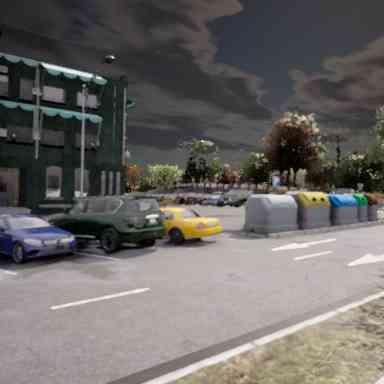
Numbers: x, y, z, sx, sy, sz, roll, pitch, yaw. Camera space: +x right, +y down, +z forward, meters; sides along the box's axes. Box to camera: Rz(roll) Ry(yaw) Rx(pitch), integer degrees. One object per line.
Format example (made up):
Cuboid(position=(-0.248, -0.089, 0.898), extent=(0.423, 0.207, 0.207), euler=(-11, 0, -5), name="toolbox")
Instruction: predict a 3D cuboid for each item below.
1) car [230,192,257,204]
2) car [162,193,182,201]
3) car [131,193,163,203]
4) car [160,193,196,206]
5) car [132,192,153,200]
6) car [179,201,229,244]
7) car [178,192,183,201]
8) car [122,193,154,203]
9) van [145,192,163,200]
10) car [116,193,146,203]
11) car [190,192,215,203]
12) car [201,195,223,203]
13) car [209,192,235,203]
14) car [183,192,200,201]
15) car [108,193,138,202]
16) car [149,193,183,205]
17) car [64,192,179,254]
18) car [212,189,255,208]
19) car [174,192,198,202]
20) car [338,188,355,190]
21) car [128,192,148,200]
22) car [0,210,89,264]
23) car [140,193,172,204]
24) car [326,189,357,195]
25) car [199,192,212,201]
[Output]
Cuboid(position=(9.208, 1.101, 58.531), extent=(2.435, 2.045, 5.566), euler=(1, -1, 35), name="car")
Cuboid(position=(-4.672, 1.230, 78.335), extent=(2.185, 1.767, 4.553), euler=(1, -2, 35), name="car")
Cuboid(position=(-6.962, 0.963, 52.121), extent=(2.097, 1.535, 5.008), euler=(0, -1, 35), name="car")
Cuboid(position=(-1.779, 0.960, 45.009), extent=(1.946, 1.575, 5.366), euler=(0, -1, 35), name="car")
Cuboid(position=(-13.322, 1.104, 90.710), extent=(2.435, 2.045, 5.566), euler=(1, -1, 35), name="car")
Cuboid(position=(-1.266, 1.386, 15.255), extent=(5.366, 1.575, 1.946), euler=(-1, 0, 34), name="car")
Cuboid(position=(-0.200, 0.835, 42.407), extent=(2.185, 1.767, 4.553), euler=(0, -1, 35), name="car")
Cuboid(position=(-8.766, 0.959, 54.393), extent=(1.946, 1.575, 5.366), euler=(1, 0, 35), name="car")
Cuboid(position=(-9.786, 1.135, 85.884), extent=(1.878, 1.987, 4.442), euler=(1, -2, 35), name="van")
Cuboid(position=(-10.366, 0.963, 56.976), extent=(2.097, 1.535, 5.008), euler=(1, 0, 35), name="car")
Cuboid(position=(2.264, 1.103, 68.434), extent=(2.435, 2.045, 5.566), euler=(1, -1, 35), name="car")
Cuboid(position=(3.996, 1.355, 65.977), extent=(2.231, 1.521, 4.892), euler=(1, -2, 35), name="car")
Cuboid(position=(5.772, 1.104, 63.532), extent=(2.435, 2.045, 5.566), euler=(1, -2, 35), name="car")
Cuboid(position=(1.512, 0.962, 40.003), extent=(2.231, 1.521, 4.892), euler=(0, -1, 35), name="car")
Cuboid(position=(-12.159, 0.959, 59.241), extent=(1.946, 1.575, 5.366), euler=(1, 0, 35), name="car")
Cuboid(position=(-3.573, 0.963, 47.272), extent=(2.231, 1.521, 4.892), euler=(0, -1, 35), name="car")
Cuboid(position=(-3.601, 1.171, 13.404), extent=(5.566, 2.045, 2.435), euler=(-1, 0, 34), name="car")
Cuboid(position=(4.904, 0.708, 35.134), extent=(2.435, 2.045, 5.566), euler=(1, 0, 35), name="car")
Cuboid(position=(-1.166, 1.106, 73.434), extent=(2.435, 2.045, 5.566), euler=(1, -2, 35), name="car")
Cuboid(position=(22.884, 0.202, 50.953), extent=(2.097, 1.767, 4.553), euler=(2, 3, -34), name="car")
Cuboid(position=(-15.044, 1.105, 93.240), extent=(2.435, 2.045, 5.566), euler=(1, -2, 35), name="car")
Cuboid(position=(-6.025, 1.492, 11.639), extent=(4.674, 1.452, 2.002), euler=(-1, -1, 34), name="car")
Cuboid(position=(-5.284, 0.992, 49.675), extent=(2.163, 1.488, 4.792), euler=(1, 0, 35), name="car")
Cuboid(position=(19.631, 1.101, 43.731), extent=(2.435, 2.045, 5.566), euler=(1, -2, 35), name="car")
Cuboid(position=(3.213, 1.000, 37.583), extent=(2.002, 1.452, 4.674), euler=(1, 0, 35), name="car")
